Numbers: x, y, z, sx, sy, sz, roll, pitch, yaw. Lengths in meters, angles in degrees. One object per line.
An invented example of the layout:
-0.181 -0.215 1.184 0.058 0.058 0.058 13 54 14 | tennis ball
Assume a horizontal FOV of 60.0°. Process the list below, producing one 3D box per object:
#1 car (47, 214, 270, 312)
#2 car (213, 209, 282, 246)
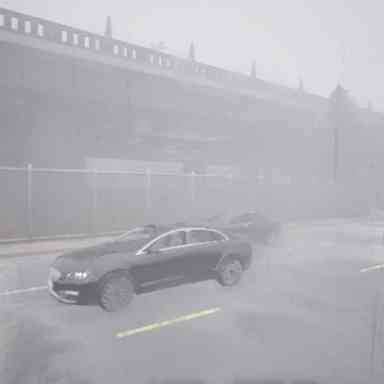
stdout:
-0.712 1.495 7.783 4.902 1.511 2.128 0 0 -35 | car
1.627 1.513 13.749 4.892 1.490 1.837 0 0 -36 | car
